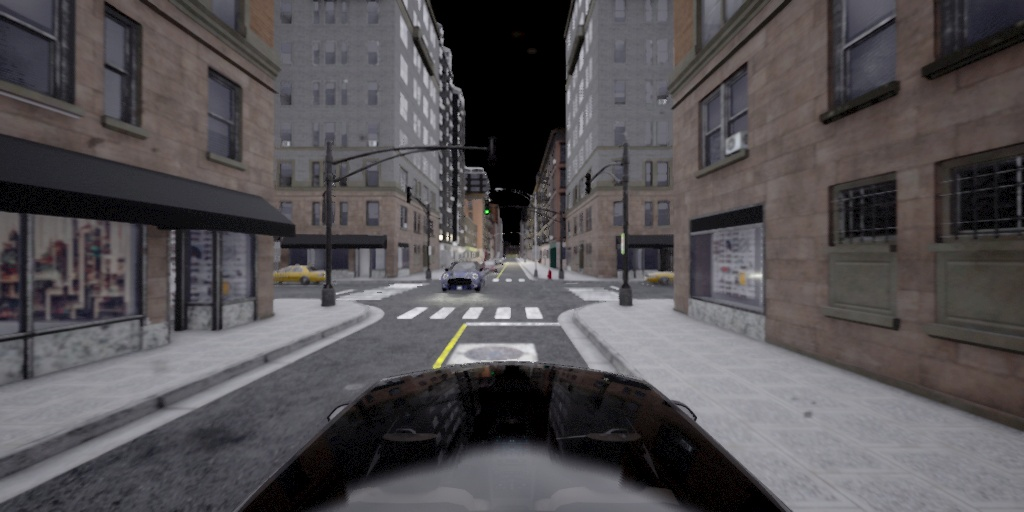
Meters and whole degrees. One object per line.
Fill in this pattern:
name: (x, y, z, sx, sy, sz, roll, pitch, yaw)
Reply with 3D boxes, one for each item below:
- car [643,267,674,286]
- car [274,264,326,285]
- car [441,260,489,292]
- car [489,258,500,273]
car: (11.687, 1.283, 24.894, 4.829, 1.417, 1.751, 0, 0, 0)
car: (-15.196, 1.257, 24.998, 4.829, 1.417, 1.751, 0, 0, 0)
car: (-2.705, 1.062, 20.756, 2.097, 1.767, 4.553, 0, 0, 0)
car: (-2.649, 1.280, 41.668, 1.812, 1.442, 4.674, 0, 1, 0)
